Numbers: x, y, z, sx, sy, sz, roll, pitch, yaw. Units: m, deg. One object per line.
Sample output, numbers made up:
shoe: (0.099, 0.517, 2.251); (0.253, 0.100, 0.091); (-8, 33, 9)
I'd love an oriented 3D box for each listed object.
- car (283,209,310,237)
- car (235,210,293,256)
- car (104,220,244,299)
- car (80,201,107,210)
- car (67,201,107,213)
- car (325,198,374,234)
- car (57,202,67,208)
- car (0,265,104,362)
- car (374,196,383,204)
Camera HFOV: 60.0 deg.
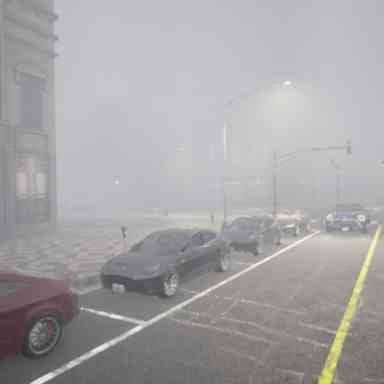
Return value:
car: (5.395, 1.640, 18.544); (2.008, 1.369, 4.403); (-2, -1, 31)
car: (2.480, 1.656, 13.719); (1.947, 1.339, 4.313); (-2, -1, 31)
car: (-0.434, 1.657, 8.894); (1.947, 1.339, 4.313); (-1, -1, 31)
car: (-18.208, 2.417, 61.600); (5.008, 1.535, 1.882); (-1, 0, 32)
car: (-15.209, 2.287, 48.291); (4.902, 1.511, 2.128); (-1, 0, 31)
car: (9.288, 1.392, 19.647); (2.097, 1.767, 4.553); (-1, -1, 31)
car: (-27.035, 2.597, 66.874); (4.718, 1.301, 1.895); (-1, 0, 31)
car: (-3.348, 1.675, 4.070); (1.802, 1.307, 4.206); (-1, -1, 31)
car: (37.395, 1.569, 66.264); (1.837, 1.490, 4.892); (-1, -1, 31)
